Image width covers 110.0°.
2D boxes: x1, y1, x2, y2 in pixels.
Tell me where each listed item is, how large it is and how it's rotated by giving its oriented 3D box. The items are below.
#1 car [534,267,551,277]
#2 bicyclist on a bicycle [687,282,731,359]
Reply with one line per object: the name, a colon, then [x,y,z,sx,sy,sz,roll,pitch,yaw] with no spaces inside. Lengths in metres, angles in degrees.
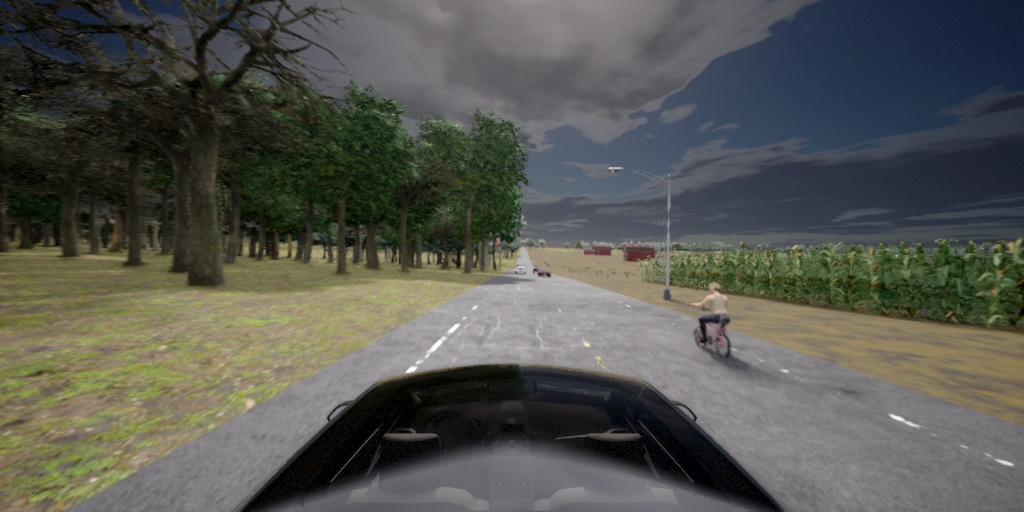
car: [4.886,2.520,55.070,1.895,1.301,4.718,2,-1,2]
bicyclist on a bicycle: [4.530,1.398,8.145,0.866,1.612,1.509,2,-1,1]
